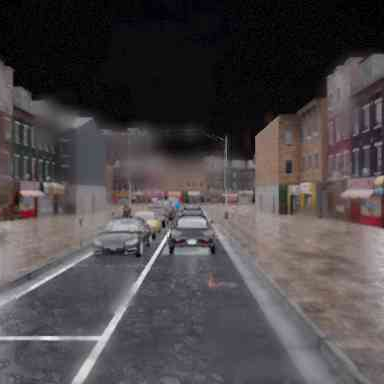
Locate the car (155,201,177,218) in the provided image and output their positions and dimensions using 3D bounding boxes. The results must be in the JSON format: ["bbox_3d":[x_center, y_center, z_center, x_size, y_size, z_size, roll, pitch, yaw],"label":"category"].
[{"bbox_3d":[-2.629,1.780,35.023,1.967,1.590,4.097,0,-1,0],"label":"car"}]

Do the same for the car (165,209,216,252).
[{"bbox_3d":[0.011,1.663,14.376,1.812,1.442,4.674,0,0,0],"label":"car"}]

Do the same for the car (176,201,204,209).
[{"bbox_3d":[0.018,1.775,29.297,2.128,1.511,4.902,0,0,0],"label":"car"}]

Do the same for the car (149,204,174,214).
[{"bbox_3d":[-2.633,1.798,24.168,1.947,1.339,4.313,0,-1,0],"label":"car"}]

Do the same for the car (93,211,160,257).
[{"bbox_3d":[-2.638,1.678,13.315,2.008,1.369,4.403,0,-1,0],"label":"car"}]

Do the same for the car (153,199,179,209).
[{"bbox_3d":[-2.632,1.600,29.597,2.192,1.841,5.009,0,-1,0],"label":"car"}]

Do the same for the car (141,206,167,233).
[{"bbox_3d":[-2.636,1.703,18.572,1.752,1.417,4.829,0,-1,0],"label":"car"}]

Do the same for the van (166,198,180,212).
[{"bbox_3d":[-2.625,1.792,45.877,1.690,1.788,3.998,-1,-1,0],"label":"van"}]
